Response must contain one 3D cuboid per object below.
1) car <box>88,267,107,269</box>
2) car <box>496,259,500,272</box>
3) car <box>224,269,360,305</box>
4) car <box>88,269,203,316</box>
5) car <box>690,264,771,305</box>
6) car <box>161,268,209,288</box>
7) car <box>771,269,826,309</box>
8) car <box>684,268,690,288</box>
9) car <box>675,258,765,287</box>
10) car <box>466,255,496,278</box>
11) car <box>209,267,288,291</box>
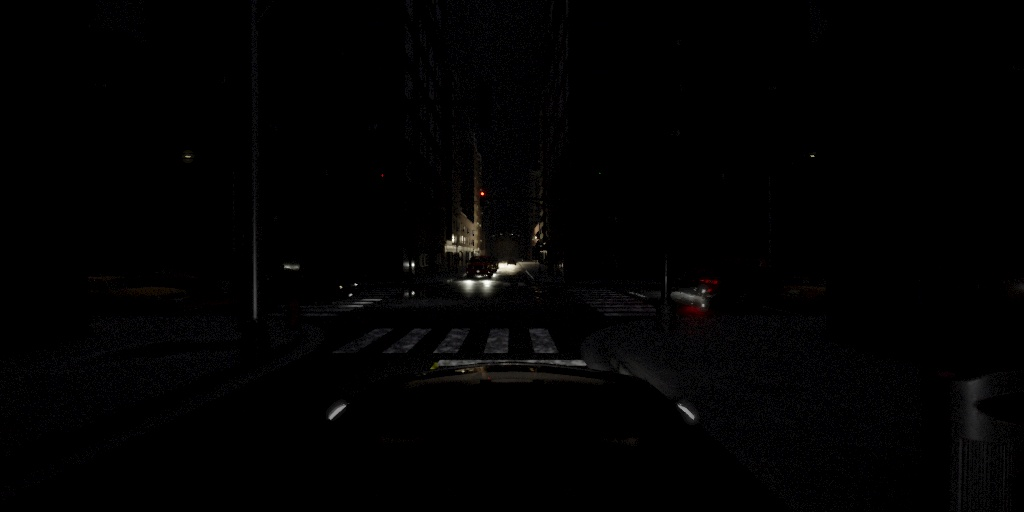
[{"bbox_3d":[-25.395,1.315,20.935,4.313,1.339,1.948,0,0,0],"label":"car"},{"bbox_3d":[-2.929,0.956,43.913,2.150,2.045,5.566,0,0,0],"label":"car"},{"bbox_3d":[-9.180,1.363,15.453,4.718,1.301,1.895,0,0,0],"label":"car"},{"bbox_3d":[-14.403,1.304,12.917,4.829,1.417,1.751,0,0,0],"label":"car"},{"bbox_3d":[10.680,1.249,15.468,4.892,1.490,1.837,0,0,0],"label":"car"},{"bbox_3d":[-19.982,1.327,20.939,4.207,1.307,1.802,0,0,0],"label":"car"},{"bbox_3d":[12.480,1.280,12.933,4.829,1.417,1.751,0,0,0],"label":"car"},{"bbox_3d":[12.134,1.277,18.382,5.357,1.411,2.033,0,0,3],"label":"car"},{"bbox_3d":[12.314,1.032,20.958,5.009,1.841,2.192,0,0,0],"label":"car"},{"bbox_3d":[-2.911,0.963,33.524,2.150,2.045,5.566,0,0,0],"label":"car"},{"bbox_3d":[-14.569,1.307,20.942,4.313,1.339,1.948,0,0,0],"label":"car"}]
